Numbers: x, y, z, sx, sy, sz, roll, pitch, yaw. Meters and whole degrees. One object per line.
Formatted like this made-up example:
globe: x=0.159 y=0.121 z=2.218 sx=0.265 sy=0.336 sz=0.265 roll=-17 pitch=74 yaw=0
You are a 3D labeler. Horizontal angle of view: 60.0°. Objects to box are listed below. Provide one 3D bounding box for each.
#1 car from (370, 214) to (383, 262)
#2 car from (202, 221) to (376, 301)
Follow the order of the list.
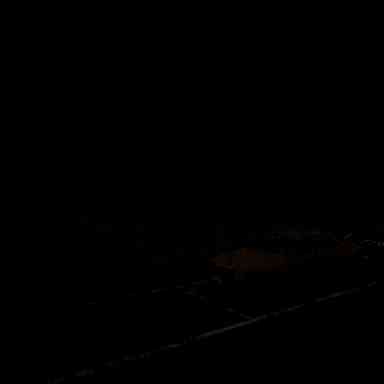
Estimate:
car: x=7.089 y=1.503 z=11.701 sx=4.097 sy=1.590 sz=1.967 roll=0 pitch=0 yaw=-35
car: x=2.482 y=1.560 z=8.416 sx=4.829 sy=1.417 sz=1.752 roll=0 pitch=0 yaw=-35
